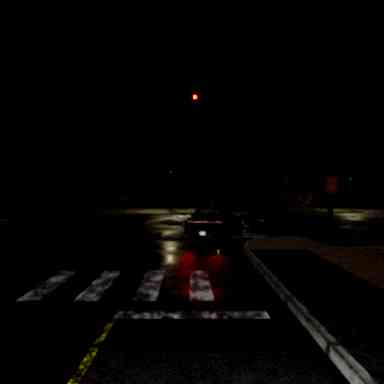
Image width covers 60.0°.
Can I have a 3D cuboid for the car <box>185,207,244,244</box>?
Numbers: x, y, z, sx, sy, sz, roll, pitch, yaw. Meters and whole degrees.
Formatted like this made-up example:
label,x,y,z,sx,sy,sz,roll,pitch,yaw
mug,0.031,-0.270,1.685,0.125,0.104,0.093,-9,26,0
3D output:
label,x,y,z,sx,sy,sz,roll,pitch,yaw
car,1.126,1.430,15.402,2.128,1.511,4.902,0,-1,17
